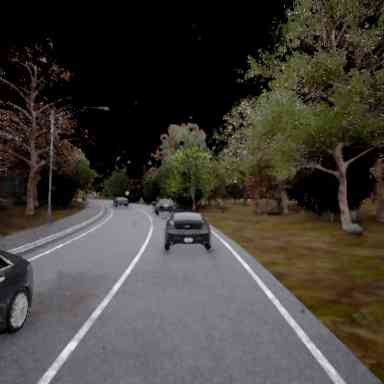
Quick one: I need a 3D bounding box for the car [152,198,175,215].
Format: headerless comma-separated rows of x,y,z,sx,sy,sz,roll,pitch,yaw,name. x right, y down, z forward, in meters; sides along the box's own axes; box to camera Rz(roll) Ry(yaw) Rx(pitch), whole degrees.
-2.997,1.411,35.038,2.097,1.767,4.553,1,0,-11,car

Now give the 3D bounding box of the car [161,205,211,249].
-0.269,1.533,14.750,1.837,1.490,4.892,0,0,-3,car

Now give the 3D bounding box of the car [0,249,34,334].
-3.660,1.509,3.955,1.837,1.490,4.892,0,0,-1,car

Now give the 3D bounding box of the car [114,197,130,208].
-10.201,1.463,47.899,1.837,1.490,4.892,2,-1,-18,car
